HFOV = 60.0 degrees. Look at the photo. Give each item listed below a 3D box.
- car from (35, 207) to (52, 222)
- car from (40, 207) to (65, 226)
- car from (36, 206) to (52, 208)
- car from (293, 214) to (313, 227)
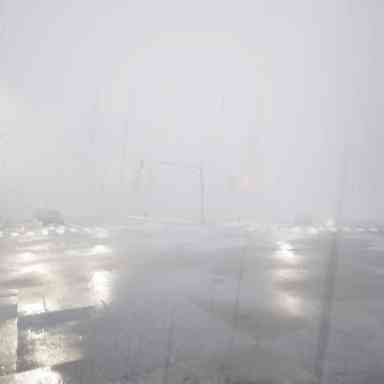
[{"bbox_3d":[-18.727,3.056,42.759,1.994,1.385,4.181,-1,-2,-27],"label":"car"},{"bbox_3d":[-14.206,2.641,34.012,1.837,1.490,4.892,-1,-2,-27],"label":"car"},{"bbox_3d":[-23.576,3.380,52.187,2.128,1.511,4.902,-1,-2,-27],"label":"car"},{"bbox_3d":[11.309,2.873,33.931,1.895,1.301,4.718,-2,-3,18],"label":"car"}]
